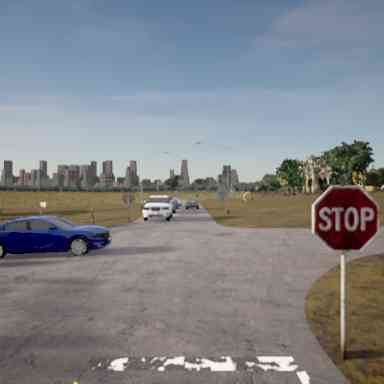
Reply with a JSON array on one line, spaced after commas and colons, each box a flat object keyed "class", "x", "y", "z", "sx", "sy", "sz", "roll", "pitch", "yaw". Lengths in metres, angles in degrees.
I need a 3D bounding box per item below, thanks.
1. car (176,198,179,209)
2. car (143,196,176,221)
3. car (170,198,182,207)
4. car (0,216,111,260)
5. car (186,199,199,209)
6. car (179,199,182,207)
[{"class": "car", "x": -2.868, "y": 1.692, "z": 38.693, "sx": 1.812, "sy": 1.442, "sz": 4.674, "roll": 0, "pitch": 0, "yaw": 0}, {"class": "car", "x": -2.865, "y": 1.342, "z": 28.895, "sx": 2.150, "sy": 2.045, "sz": 5.566, "roll": 0, "pitch": 0, "yaw": 0}, {"class": "car", "x": -2.802, "y": 1.819, "z": 58.825, "sx": 1.812, "sy": 1.442, "sz": 4.674, "roll": 0, "pitch": 0, "yaw": 0}, {"class": "car", "x": -5.781, "y": 1.689, "z": 13.141, "sx": 5.008, "sy": 1.535, "sz": 1.882, "roll": -3, "pitch": 0, "yaw": 0}, {"class": "car", "x": 0.063, "y": 1.776, "z": 49.419, "sx": 2.033, "sy": 1.411, "sz": 5.357, "roll": 0, "pitch": 0, "yaw": 0}, {"class": "car", "x": -2.863, "y": 1.770, "z": 48.523, "sx": 2.033, "sy": 1.411, "sz": 5.357, "roll": 0, "pitch": 0, "yaw": 0}]
